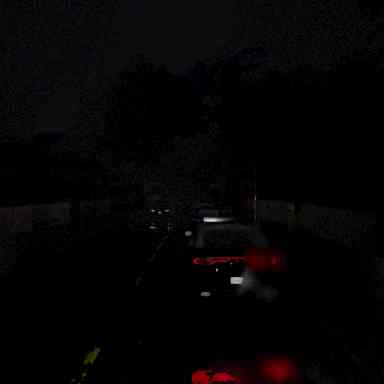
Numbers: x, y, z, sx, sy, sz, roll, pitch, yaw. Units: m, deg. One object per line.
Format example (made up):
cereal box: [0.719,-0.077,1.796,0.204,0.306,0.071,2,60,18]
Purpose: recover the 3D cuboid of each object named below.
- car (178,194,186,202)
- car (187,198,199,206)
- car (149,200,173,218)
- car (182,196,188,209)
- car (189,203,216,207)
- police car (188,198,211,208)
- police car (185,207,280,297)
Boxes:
car: [-2.547,1.616,87.375,2.150,2.045,5.566,0,-1,0]
car: [0.137,1.725,58.981,1.994,1.385,4.181,0,0,0]
car: [-2.780,1.546,30.945,1.837,1.490,4.892,0,0,0]
car: [0.121,1.663,45.423,1.994,1.385,4.181,0,0,2]
car: [0.867,1.542,18.624,1.812,1.442,4.674,0,0,0]
police car: [0.881,1.451,24.738,1.930,1.638,5.238,0,0,0]
police car: [0.843,1.431,8.729,1.930,1.638,5.238,0,0,0]
